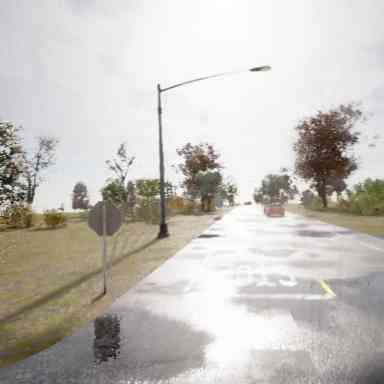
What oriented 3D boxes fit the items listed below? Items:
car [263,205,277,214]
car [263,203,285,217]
[{"bbox_3d":[12.396,2.734,53.030,1.895,1.301,4.718,-2,-2,9],"label":"car"},{"bbox_3d":[10.787,2.244,43.219,2.097,1.767,4.553,-2,-2,9],"label":"car"}]
